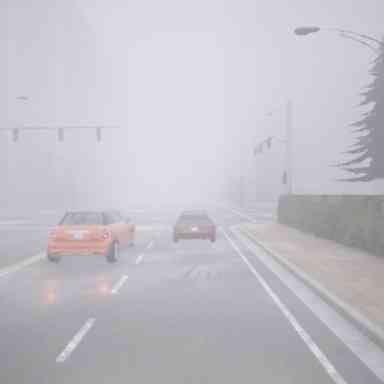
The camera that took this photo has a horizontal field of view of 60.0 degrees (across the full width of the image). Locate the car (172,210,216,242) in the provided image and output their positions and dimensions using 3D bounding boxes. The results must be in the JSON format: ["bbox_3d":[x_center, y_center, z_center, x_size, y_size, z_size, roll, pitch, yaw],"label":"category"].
[{"bbox_3d":[0.105,1.537,16.099,1.994,1.385,4.181,0,0,0],"label":"car"}]

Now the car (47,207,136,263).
[{"bbox_3d":[-3.399,1.332,12.095,2.097,1.767,4.553,0,0,0],"label":"car"}]
